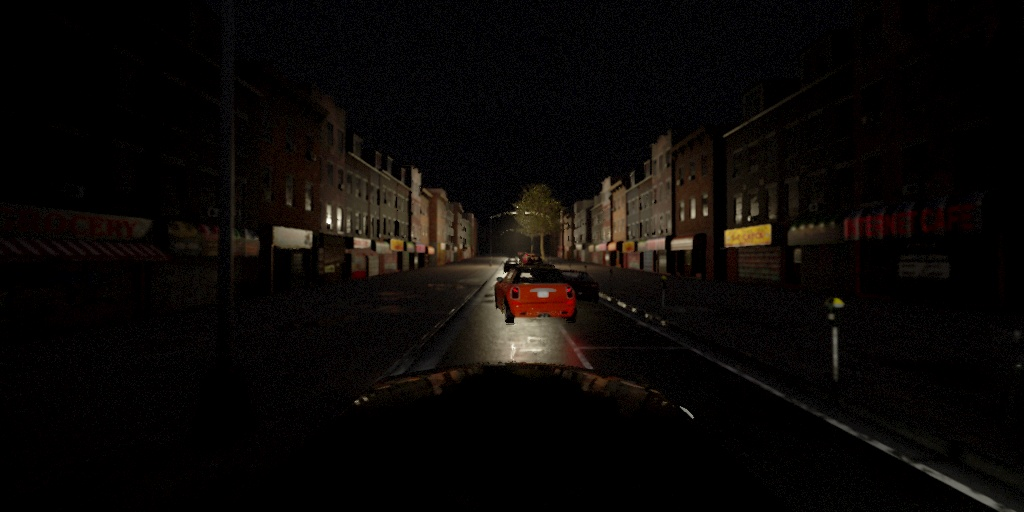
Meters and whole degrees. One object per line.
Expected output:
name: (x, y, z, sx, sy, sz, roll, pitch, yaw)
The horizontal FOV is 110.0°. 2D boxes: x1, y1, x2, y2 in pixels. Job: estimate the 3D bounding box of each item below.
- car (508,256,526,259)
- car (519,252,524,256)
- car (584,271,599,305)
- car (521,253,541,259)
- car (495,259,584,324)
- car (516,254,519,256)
car: (0.095, 1.085, 37.204, 2.128, 1.511, 4.902, 0, 1, 0)
car: (2.635, 0.652, 54.964, 2.192, 1.841, 5.009, 0, 0, 0)
car: (2.637, 1.286, 16.035, 1.888, 1.381, 4.507, 0, 0, 0)
car: (2.636, 0.827, 43.843, 2.192, 1.841, 5.009, 0, 0, 0)
car: (0.602, 1.101, 12.192, 2.097, 1.767, 4.553, 0, 0, -8)
car: (0.094, 0.839, 55.140, 1.837, 1.490, 4.892, 0, 1, 0)
